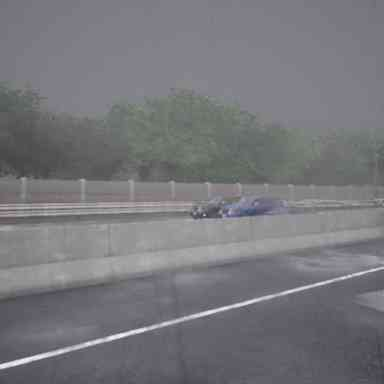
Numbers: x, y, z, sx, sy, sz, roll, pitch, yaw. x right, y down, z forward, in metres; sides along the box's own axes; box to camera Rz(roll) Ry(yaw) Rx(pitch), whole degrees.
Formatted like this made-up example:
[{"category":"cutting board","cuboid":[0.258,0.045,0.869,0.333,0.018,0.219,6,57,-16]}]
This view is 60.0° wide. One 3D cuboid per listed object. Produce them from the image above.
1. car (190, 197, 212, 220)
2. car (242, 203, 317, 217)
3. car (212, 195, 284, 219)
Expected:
[{"category":"car","cuboid":[2.494,1.295,27.081,5.566,2.045,2.150,0,0,-35]},{"category":"car","cuboid":[6.001,1.623,21.000,5.357,1.411,2.033,0,0,-35]},{"category":"car","cuboid":[4.477,1.298,24.198,5.566,2.045,2.150,0,0,-35]}]
